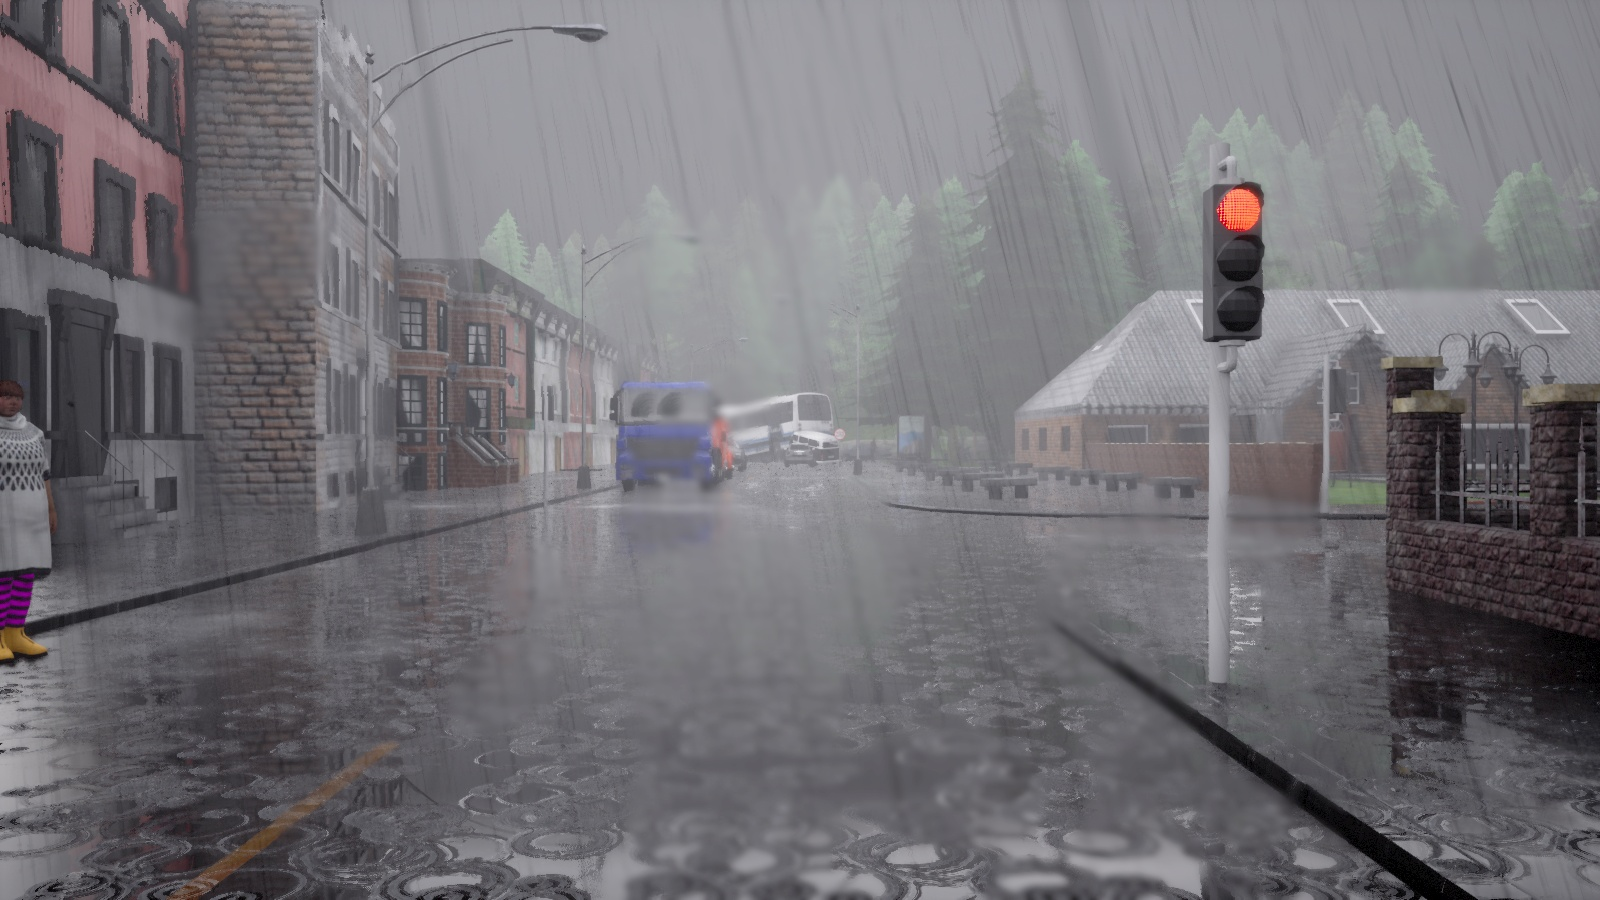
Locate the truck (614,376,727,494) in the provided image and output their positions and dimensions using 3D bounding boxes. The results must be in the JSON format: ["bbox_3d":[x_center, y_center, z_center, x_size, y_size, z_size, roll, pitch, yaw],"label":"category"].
[{"bbox_3d":[-4.047,-0.470,41.022,2.891,3.462,7.936,0,0,0],"label":"truck"}]

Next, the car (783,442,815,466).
[{"bbox_3d":[-0.034,0.264,79.399,1.970,1.475,3.806,0,0,0],"label":"car"}]

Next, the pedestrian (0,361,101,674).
[{"bbox_3d":[-5.228,0.420,8.297,0.873,1.952,0.659,0,0,21],"label":"pedestrian"}]

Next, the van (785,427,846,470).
[{"bbox_3d":[0.968,-0.162,83.435,2.069,2.038,4.480,-5,11,-29],"label":"van"}]

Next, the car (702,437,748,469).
[{"bbox_3d":[-4.042,0.136,68.438,2.152,1.651,5.027,0,0,0],"label":"car"}]

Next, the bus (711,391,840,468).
[{"bbox_3d":[-1.912,-1.314,90.327,3.944,4.253,10.273,0,-6,-35],"label":"bus"}]

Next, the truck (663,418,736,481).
[{"bbox_3d":[-4.061,-0.035,51.564,2.627,2.467,5.204,0,0,0],"label":"truck"}]

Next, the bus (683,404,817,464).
[{"bbox_3d":[-3.740,-1.181,97.428,10.273,4.253,3.944,0,-2,-45],"label":"bus"}]
